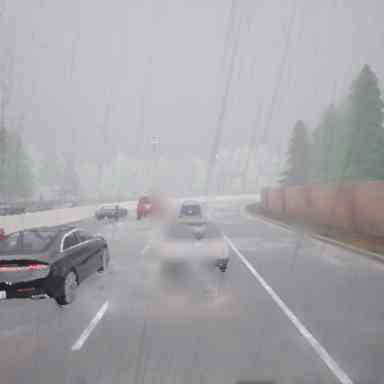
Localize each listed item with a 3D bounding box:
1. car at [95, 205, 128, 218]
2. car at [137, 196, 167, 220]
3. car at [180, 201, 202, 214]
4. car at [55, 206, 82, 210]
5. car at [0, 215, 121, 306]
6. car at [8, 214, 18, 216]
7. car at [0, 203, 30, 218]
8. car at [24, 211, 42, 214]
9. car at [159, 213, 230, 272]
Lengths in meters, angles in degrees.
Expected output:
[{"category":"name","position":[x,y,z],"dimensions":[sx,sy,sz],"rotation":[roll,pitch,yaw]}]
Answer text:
[{"category":"car","position":[-7.108,1.838,29.847],"dimensions":[1.895,1.301,4.718],"rotation":[-1,0,1]},{"category":"car","position":[-3.613,1.370,30.409],"dimensions":[2.150,2.045,5.566],"rotation":[-2,0,1]},{"category":"car","position":[-0.077,1.536,30.970],"dimensions":[1.882,1.535,5.008],"rotation":[-2,0,1]},{"category":"car","position":[-13.910,1.962,37.755],"dimensions":[1.812,1.442,4.674],"rotation":[-1,0,5]},{"category":"car","position":[-3.427,1.594,8.241],"dimensions":[2.128,1.511,4.902],"rotation":[-1,0,-1]},{"category":"car","position":[-6.935,1.414,8.449],"dimensions":[2.150,2.045,5.566],"rotation":[-1,0,-1]},{"category":"car","position":[-20.900,2.086,38.121],"dimensions":[1.882,1.535,5.008],"rotation":[-1,0,5]},{"category":"car","position":[-17.394,2.091,38.056],"dimensions":[1.994,1.385,4.181],"rotation":[-1,0,5]},{"category":"car","position":[0.040,1.620,10.870],"dimensions":[1.895,1.301,4.718],"rotation":[-1,0,-1]}]
